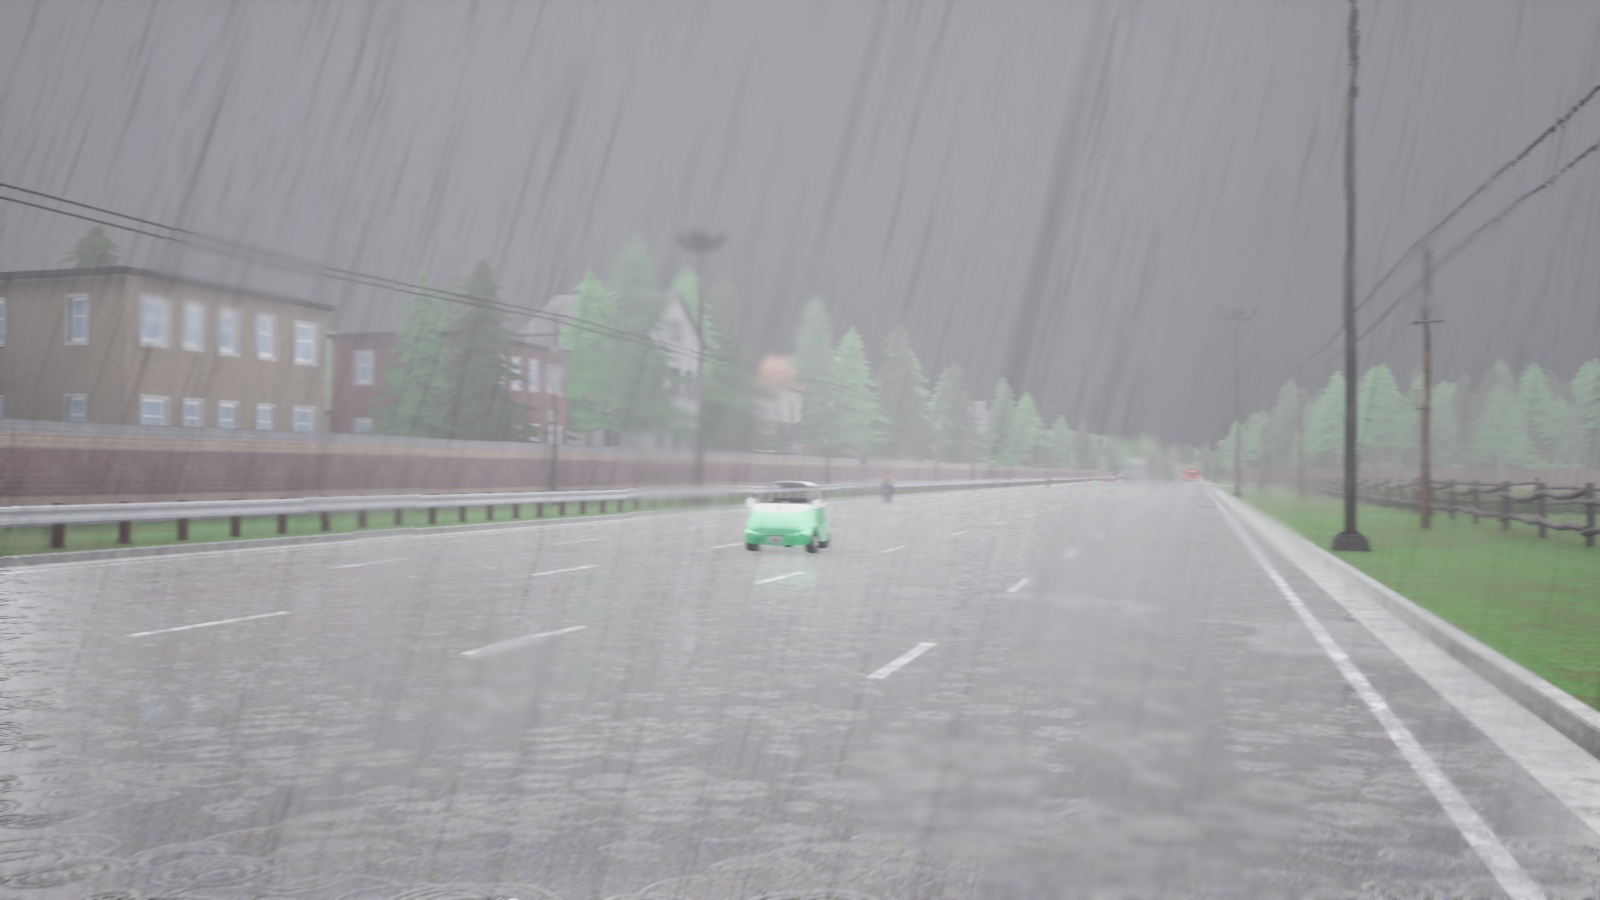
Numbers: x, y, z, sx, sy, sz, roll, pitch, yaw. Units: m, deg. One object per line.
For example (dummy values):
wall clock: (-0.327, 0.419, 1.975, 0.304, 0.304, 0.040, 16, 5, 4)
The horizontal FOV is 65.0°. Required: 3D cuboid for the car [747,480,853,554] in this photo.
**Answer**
car: (0.034, 1.289, 24.749, 1.481, 1.376, 2.207, 0, -1, 18)
